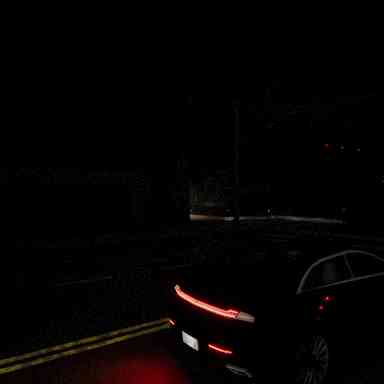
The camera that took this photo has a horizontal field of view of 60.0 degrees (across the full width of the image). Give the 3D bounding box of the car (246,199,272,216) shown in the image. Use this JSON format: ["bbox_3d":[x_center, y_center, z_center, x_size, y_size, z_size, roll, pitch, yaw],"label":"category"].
[{"bbox_3d":[5.677,1.491,32.913,2.128,1.511,4.902,0,0,-37],"label":"car"}]

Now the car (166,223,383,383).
[{"bbox_3d":[1.954,1.492,5.223,4.902,1.511,2.128,0,0,-35],"label":"car"}]

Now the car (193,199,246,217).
[{"bbox_3d":[2.253,1.548,31.638,2.033,1.411,5.357,0,0,-37],"label":"car"}]

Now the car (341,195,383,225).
[{"bbox_3d":[11.665,1.223,19.452,2.150,2.045,5.566,0,0,-40],"label":"car"}]
